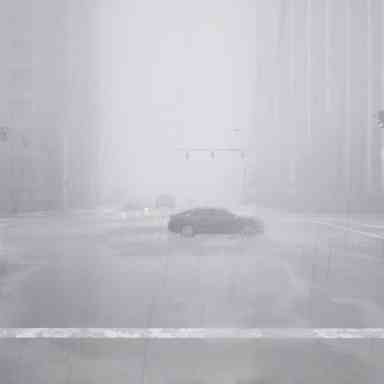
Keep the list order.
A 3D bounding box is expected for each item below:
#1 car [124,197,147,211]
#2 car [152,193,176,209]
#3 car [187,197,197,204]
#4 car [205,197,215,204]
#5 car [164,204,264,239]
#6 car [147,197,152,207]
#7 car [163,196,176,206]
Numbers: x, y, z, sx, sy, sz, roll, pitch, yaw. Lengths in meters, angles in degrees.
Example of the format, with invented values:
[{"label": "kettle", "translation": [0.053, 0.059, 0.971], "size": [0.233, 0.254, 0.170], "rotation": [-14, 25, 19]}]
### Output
[{"label": "car", "translation": [-7.141, 1.477, 41.252], "size": [1.882, 1.535, 5.008], "rotation": [0, 0, 0]}, {"label": "car", "translation": [-3.644, 1.221, 44.346], "size": [2.150, 2.045, 5.566], "rotation": [0, 0, 0]}, {"label": "car", "translation": [-0.067, 1.601, 65.539], "size": [1.895, 1.301, 4.718], "rotation": [0, 0, 0]}, {"label": "car", "translation": [3.433, 1.601, 65.003], "size": [1.895, 1.301, 4.718], "rotation": [0, 0, 0]}, {"label": "car", "translation": [1.183, 1.505, 16.947], "size": [4.892, 1.490, 1.837], "rotation": [0, 0, -1]}, {"label": "car", "translation": [-7.139, 1.491, 50.739], "size": [2.128, 1.511, 4.902], "rotation": [0, 0, 0]}, {"label": "car", "translation": [-3.636, 1.477, 54.342], "size": [1.882, 1.535, 5.008], "rotation": [0, 0, 0]}]
